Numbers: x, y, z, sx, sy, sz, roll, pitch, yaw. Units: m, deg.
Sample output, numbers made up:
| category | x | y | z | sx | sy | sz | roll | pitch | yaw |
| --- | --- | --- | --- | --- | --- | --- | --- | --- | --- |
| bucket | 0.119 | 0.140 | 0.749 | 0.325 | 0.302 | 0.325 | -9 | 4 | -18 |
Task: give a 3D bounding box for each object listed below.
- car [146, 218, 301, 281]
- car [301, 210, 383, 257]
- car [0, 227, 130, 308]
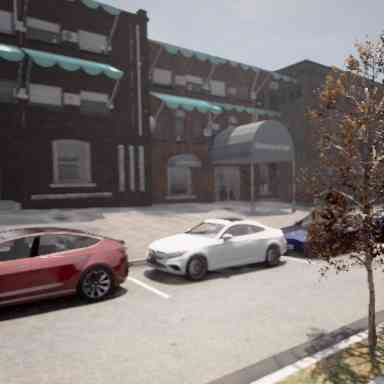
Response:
| category | x | y | z | sx | sy | sz | roll | pitch | yaw |
| --- | --- | --- | --- | --- | --- | --- | --- | --- | --- |
| car | 0.899 | 1.533 | 10.005 | 4.674 | 1.452 | 2.002 | 0 | 0 | -35 |
| car | 5.404 | 1.530 | 13.188 | 4.792 | 1.488 | 2.163 | 0 | 0 | -35 |
| car | -3.656 | 1.514 | 6.784 | 4.792 | 1.488 | 2.163 | 0 | 0 | -35 |
